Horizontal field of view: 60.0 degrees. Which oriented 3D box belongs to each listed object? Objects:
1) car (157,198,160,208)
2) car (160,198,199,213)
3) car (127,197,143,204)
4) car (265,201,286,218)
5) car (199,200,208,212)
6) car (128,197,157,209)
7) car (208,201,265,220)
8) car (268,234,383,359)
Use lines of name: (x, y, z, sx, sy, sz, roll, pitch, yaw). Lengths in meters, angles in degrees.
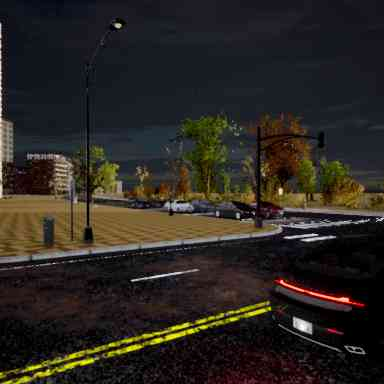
car: (-4.860, 1.659, 49.696, 1.994, 1.385, 4.181, 0, 0, -30)
car: (-1.532, 1.609, 37.864, 1.812, 1.442, 4.674, 0, 0, -31)
car: (-11.849, 1.679, 68.807, 1.994, 1.385, 4.181, 0, 0, -29)
car: (6.597, 1.572, 30.849, 1.812, 1.442, 4.674, 0, 0, -30)
car: (1.087, 1.619, 39.801, 2.033, 1.411, 5.357, 0, 0, -32)
car: (-7.072, 1.670, 47.021, 1.994, 1.385, 4.181, 0, 0, -32)
car: (3.795, 1.563, 29.216, 1.837, 1.490, 4.892, 0, 0, -32)
car: (3.452, 1.504, 5.733, 4.892, 1.490, 1.837, 0, 0, -34)
